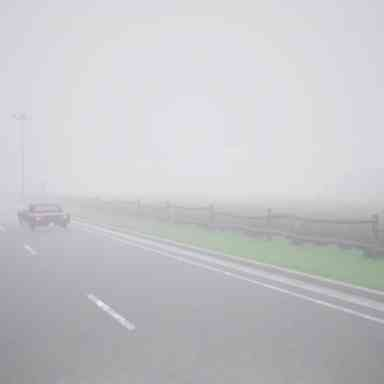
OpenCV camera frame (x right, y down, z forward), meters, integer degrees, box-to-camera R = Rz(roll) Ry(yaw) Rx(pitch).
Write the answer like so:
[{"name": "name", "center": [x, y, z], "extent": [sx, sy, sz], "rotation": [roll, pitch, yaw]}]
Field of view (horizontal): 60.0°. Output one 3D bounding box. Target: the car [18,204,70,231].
[{"name": "car", "center": [-8.448, 1.325, 18.700], "extent": [1.895, 1.301, 4.718], "rotation": [-1, 1, -36]}]
